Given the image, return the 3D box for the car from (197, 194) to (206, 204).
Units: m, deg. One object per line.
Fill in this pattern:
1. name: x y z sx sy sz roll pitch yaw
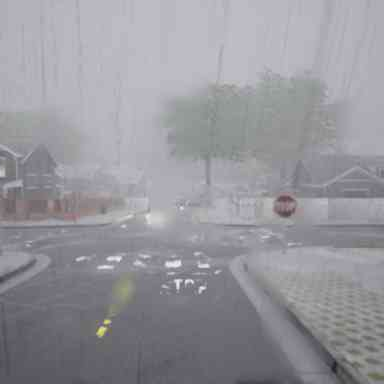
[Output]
1. car: 2.214 1.549 71.222 2.150 2.045 5.566 0 0 12

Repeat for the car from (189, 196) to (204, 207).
1. car: 0.562 1.984 61.414 1.994 1.385 4.181 0 0 9

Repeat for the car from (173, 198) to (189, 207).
1. car: -2.267 1.908 61.048 1.837 1.490 4.892 0 -1 8

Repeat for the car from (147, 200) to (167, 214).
1. car: -4.104 1.743 39.740 2.128 1.511 4.902 0 0 2
